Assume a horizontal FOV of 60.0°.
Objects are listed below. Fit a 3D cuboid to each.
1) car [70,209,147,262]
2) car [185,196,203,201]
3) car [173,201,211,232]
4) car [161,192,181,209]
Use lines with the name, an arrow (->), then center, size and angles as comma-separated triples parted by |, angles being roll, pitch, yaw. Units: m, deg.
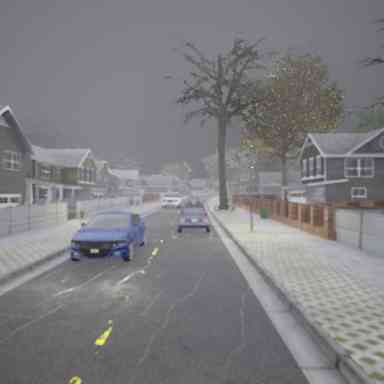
car -> -2.848, 1.448, 12.225 | 1.882, 1.535, 5.008 | 0, 0, 0
car -> 0.253, 1.202, 39.470 | 2.097, 1.767, 4.553 | 0, 0, 1
car -> 0.104, 1.494, 19.578 | 2.033, 1.411, 5.357 | 0, 0, 0
car -> -2.602, 1.052, 42.973 | 2.150, 2.045, 5.566 | 0, 0, 2
